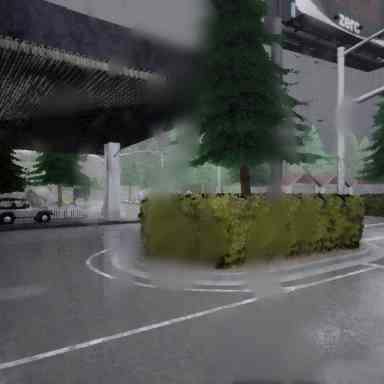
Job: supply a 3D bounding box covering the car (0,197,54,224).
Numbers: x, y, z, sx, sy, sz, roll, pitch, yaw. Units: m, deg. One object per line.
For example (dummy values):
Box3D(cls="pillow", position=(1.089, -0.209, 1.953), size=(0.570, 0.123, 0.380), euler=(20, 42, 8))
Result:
Box3D(cls="car", position=(-11.982, 1.313, 23.468), size=(3.866, 1.878, 1.905), euler=(0, 0, -36))
